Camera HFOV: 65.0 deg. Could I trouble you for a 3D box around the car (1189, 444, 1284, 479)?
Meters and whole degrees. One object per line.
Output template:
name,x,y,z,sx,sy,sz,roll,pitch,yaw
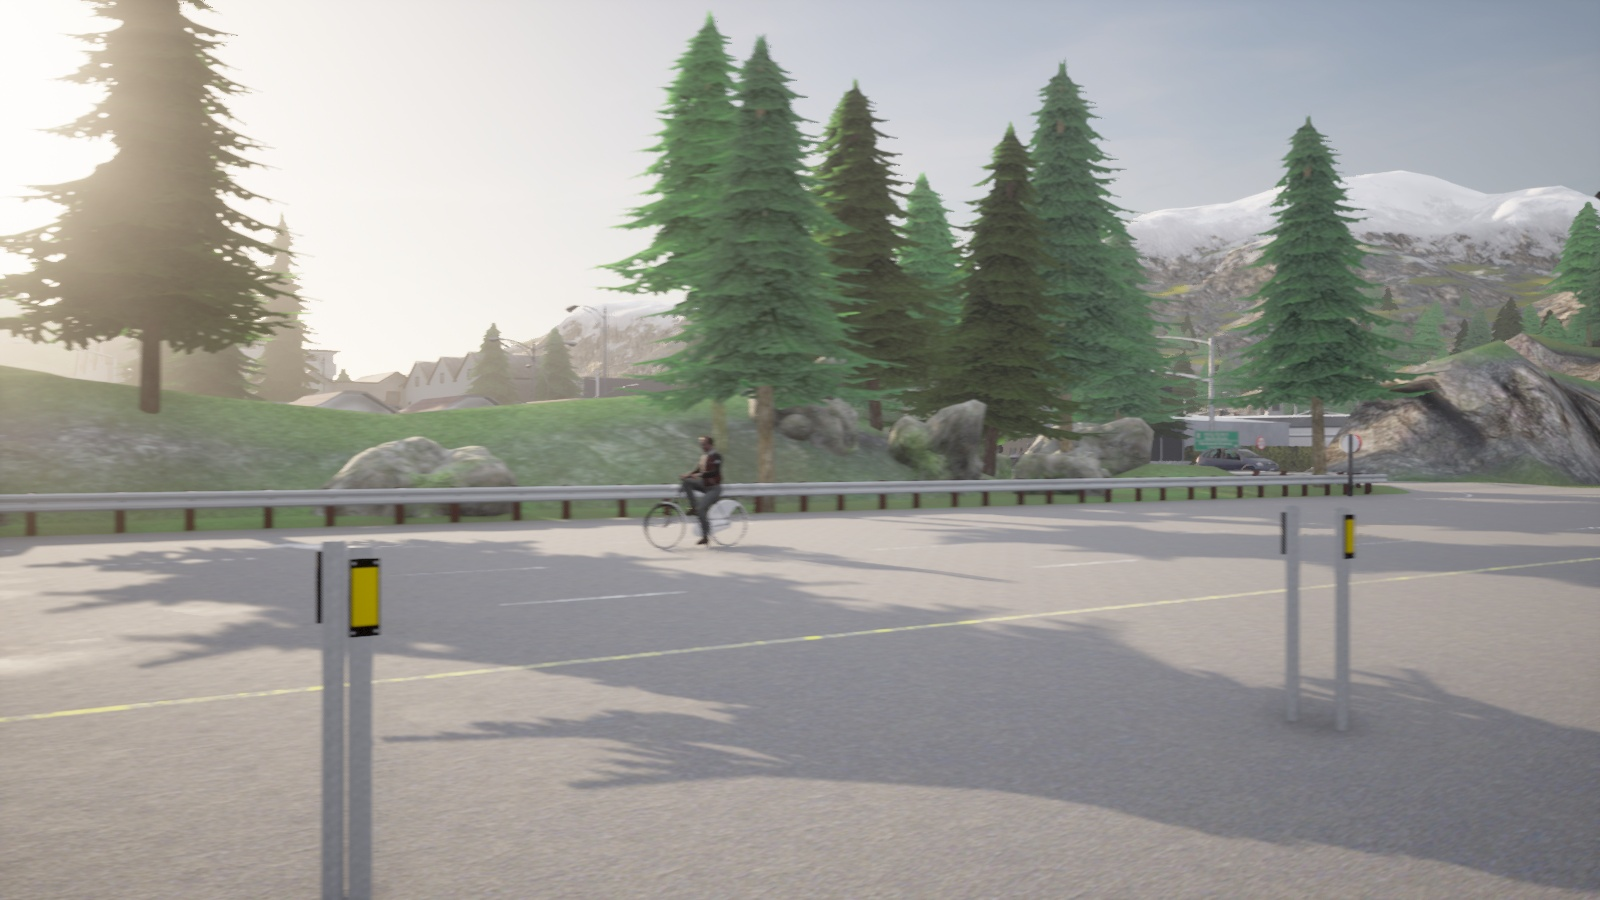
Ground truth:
car,21.033,0.553,60.628,1.851,1.617,3.988,0,0,-35

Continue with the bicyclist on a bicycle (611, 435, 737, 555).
bicyclist on a bicycle,-1.935,0.667,19.369,1.843,1.776,0.659,0,0,-35
